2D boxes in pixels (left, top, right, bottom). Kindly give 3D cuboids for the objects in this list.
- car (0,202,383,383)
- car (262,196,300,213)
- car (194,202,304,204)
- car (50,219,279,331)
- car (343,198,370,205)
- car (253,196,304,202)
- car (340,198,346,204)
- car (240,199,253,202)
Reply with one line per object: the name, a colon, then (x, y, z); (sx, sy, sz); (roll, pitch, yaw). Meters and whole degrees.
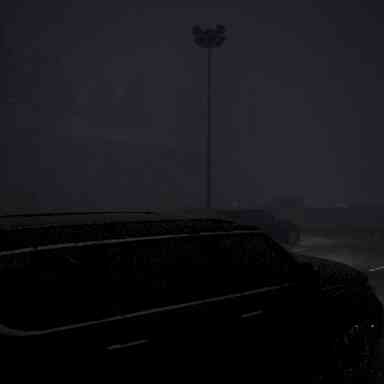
car: (-0.182, 1.245, 3.608); (5.566, 2.045, 2.150); (0, 0, -36)
car: (11.893, 1.578, 44.225); (5.566, 2.045, 2.150); (1, -1, -42)
car: (2.617, 1.459, 14.336); (4.553, 1.767, 2.097); (1, -1, -37)
car: (-0.440, 1.540, 7.740); (4.902, 1.511, 2.128); (1, 0, -36)
car: (26.502, 2.101, 53.496); (1.895, 1.301, 4.718); (0, 0, 42)
car: (8.900, 1.487, 32.583); (5.566, 2.045, 2.150); (1, -1, -39)
car: (35.000, 2.190, 75.371); (1.812, 1.442, 4.674); (0, 0, 35)
car: (7.653, 1.689, 45.197); (4.553, 1.767, 2.097); (1, -1, -41)
